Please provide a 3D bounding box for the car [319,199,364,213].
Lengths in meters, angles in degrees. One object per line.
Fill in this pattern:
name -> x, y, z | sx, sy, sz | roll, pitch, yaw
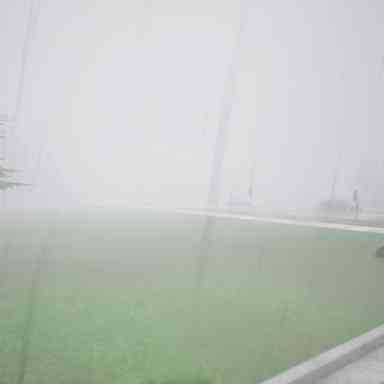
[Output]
car -> 16.806, 1.552, 37.638 | 1.837, 1.490, 4.892 | 0, 2, -35

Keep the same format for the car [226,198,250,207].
car -> 7.207, 1.655, 51.556 | 1.994, 1.385, 4.181 | 0, 0, -35
